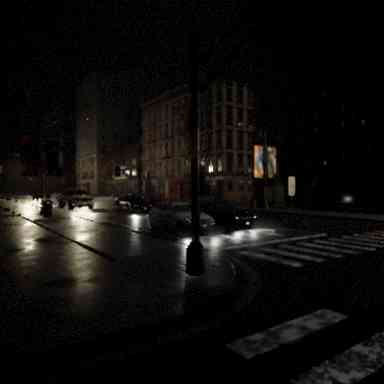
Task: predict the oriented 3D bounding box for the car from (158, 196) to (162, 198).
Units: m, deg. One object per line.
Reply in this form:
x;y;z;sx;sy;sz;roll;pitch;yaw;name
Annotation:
-4.332;0.984;34.125;2.033;1.411;5.357;0;1;-35;car

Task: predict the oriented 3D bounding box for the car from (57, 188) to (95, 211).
-11.315;0.661;32.389;2.150;2.045;5.566;0;1;-35;car

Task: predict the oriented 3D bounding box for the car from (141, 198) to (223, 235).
-0.680;1.254;17.394;1.812;1.442;4.674;0;1;-34;car

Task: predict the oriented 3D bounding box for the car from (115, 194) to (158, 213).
-5.231;1.013;29.433;1.837;1.490;4.892;0;2;-35;car

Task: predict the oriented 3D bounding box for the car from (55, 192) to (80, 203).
-17.719;0.735;47.193;2.033;1.411;5.357;0;1;-35;car

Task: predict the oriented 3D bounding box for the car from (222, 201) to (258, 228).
1.452;1.241;19.999;2.033;1.411;5.357;0;1;-36;car

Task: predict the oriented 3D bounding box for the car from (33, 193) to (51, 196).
-20.766;0.441;45.883;2.128;1.511;4.902;0;1;-35;car
